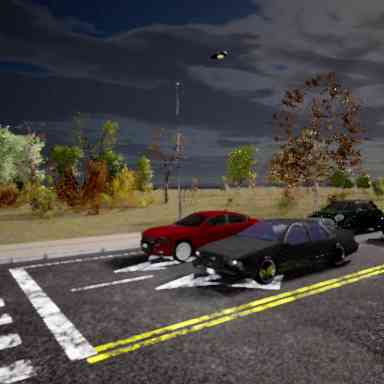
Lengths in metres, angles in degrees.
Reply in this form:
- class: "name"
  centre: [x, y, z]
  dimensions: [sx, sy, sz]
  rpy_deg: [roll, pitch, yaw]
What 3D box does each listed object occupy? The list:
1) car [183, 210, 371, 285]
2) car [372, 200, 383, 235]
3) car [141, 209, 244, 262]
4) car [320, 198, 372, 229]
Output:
- class: "car"
  centre: [2.623, 1.480, 9.505]
  dimensions: [5.357, 1.411, 2.033]
  rpy_deg: [-1, 0, -35]
- class: "car"
  centre: [10.934, 1.031, 15.370]
  dimensions: [5.566, 2.045, 2.150]
  rpy_deg: [-1, 0, -35]
- class: "car"
  centre: [0.587, 1.419, 12.038]
  dimensions: [5.008, 1.535, 1.882]
  rpy_deg: [-1, 0, -33]
- class: "car"
  centre: [7.945, 1.185, 17.241]
  dimensions: [4.553, 1.767, 2.097]
  rpy_deg: [-1, 0, -35]
